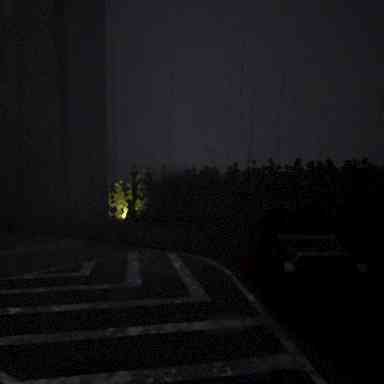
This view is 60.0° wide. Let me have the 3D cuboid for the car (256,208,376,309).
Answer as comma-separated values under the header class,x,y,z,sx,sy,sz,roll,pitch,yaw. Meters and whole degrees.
class,x,y,z,sx,sy,sz,roll,pitch,yaw
car,2.644,1.377,7.994,1.905,1.878,3.866,0,0,4
